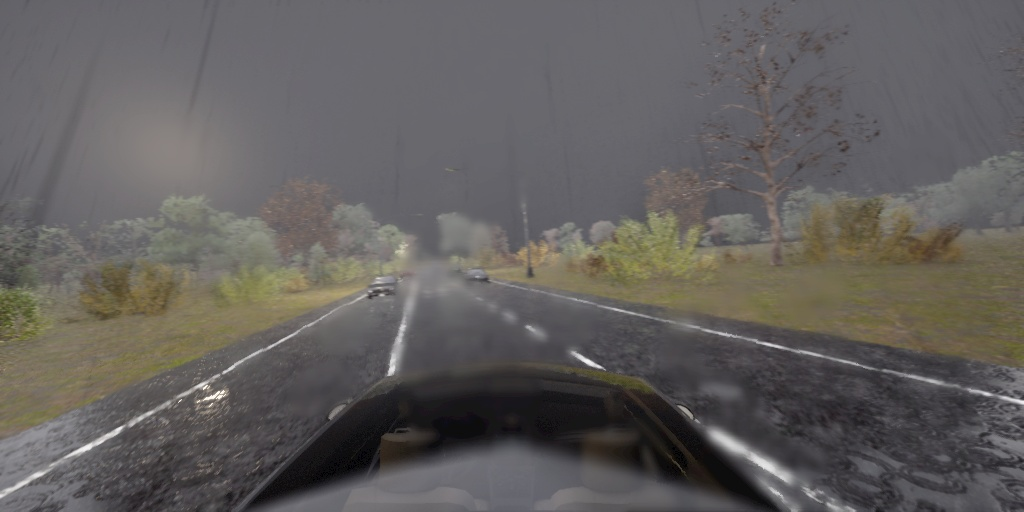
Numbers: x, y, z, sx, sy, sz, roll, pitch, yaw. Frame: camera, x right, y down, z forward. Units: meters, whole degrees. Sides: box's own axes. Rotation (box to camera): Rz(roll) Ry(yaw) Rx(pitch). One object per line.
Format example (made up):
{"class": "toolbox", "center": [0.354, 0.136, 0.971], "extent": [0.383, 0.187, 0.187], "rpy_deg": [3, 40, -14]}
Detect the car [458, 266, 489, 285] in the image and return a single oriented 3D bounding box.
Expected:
{"class": "car", "center": [-3.345, 1.778, 32.317], "extent": [1.994, 1.385, 4.181], "rpy_deg": [-4, 0, -14]}

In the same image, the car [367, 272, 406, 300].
{"class": "car", "center": [-8.609, 2.067, 24.470], "extent": [2.033, 1.411, 5.357], "rpy_deg": [-4, 0, -14]}

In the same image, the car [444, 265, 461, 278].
{"class": "car", "center": [-7.841, 2.004, 50.085], "extent": [2.097, 1.767, 4.553], "rpy_deg": [-4, 0, -14]}

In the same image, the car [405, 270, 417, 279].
{"class": "car", "center": [-15.731, 2.828, 54.789], "extent": [1.895, 1.301, 4.718], "rpy_deg": [-4, 0, -9]}
